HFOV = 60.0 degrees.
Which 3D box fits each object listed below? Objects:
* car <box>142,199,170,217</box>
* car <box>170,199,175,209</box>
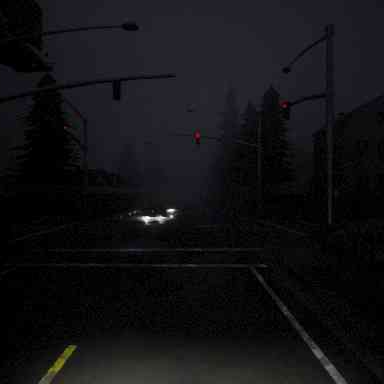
[{"bbox_3d":[-3.508,1.556,31.701,1.994,1.385,4.181,0,0,0],"label":"car"},{"bbox_3d":[-3.454,1.589,46.088,1.895,1.301,4.718,0,0,0],"label":"car"}]
